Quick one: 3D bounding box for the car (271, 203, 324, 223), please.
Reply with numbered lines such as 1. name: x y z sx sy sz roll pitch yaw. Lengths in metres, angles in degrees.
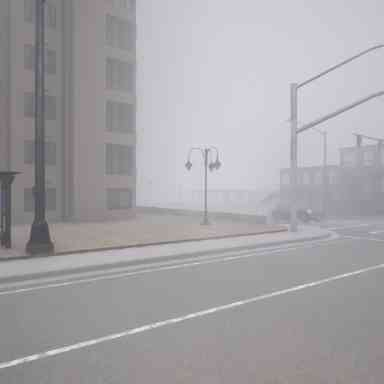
1. car: 9.141 1.744 29.119 2.097 1.767 4.553 1 -5 -36
